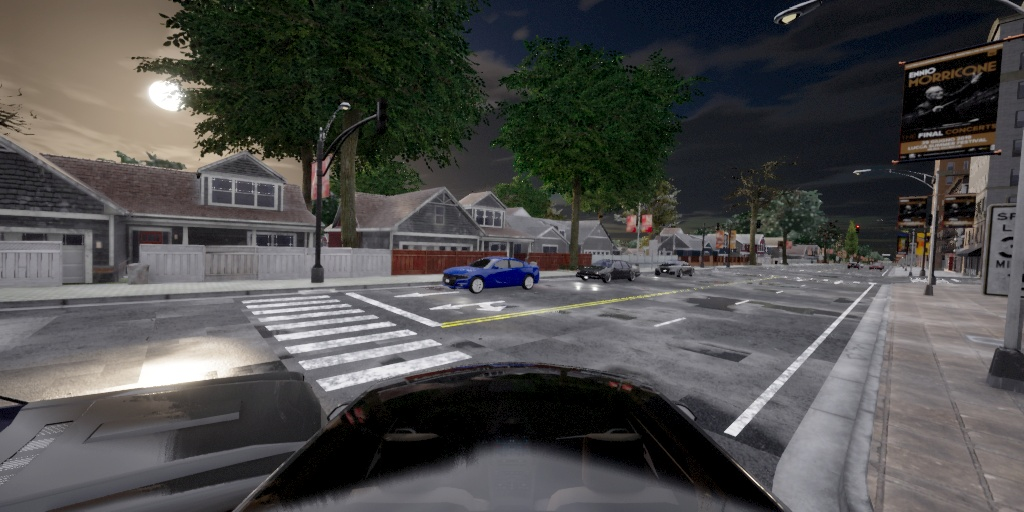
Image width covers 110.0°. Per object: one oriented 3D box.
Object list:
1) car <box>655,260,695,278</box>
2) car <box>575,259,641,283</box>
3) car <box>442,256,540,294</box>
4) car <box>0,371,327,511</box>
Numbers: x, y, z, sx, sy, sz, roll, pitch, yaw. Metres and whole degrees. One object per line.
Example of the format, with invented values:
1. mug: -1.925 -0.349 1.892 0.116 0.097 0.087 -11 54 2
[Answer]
1. car: 13.749 1.018 30.214 4.181 1.385 1.994 1 2 -43
2. car: 6.431 0.922 23.420 5.357 1.411 2.033 1 2 -43
3. car: -0.855 0.776 16.627 5.008 1.535 1.882 1 3 -43
4. car: -3.319 1.274 1.484 4.718 1.301 1.895 1 2 -33
